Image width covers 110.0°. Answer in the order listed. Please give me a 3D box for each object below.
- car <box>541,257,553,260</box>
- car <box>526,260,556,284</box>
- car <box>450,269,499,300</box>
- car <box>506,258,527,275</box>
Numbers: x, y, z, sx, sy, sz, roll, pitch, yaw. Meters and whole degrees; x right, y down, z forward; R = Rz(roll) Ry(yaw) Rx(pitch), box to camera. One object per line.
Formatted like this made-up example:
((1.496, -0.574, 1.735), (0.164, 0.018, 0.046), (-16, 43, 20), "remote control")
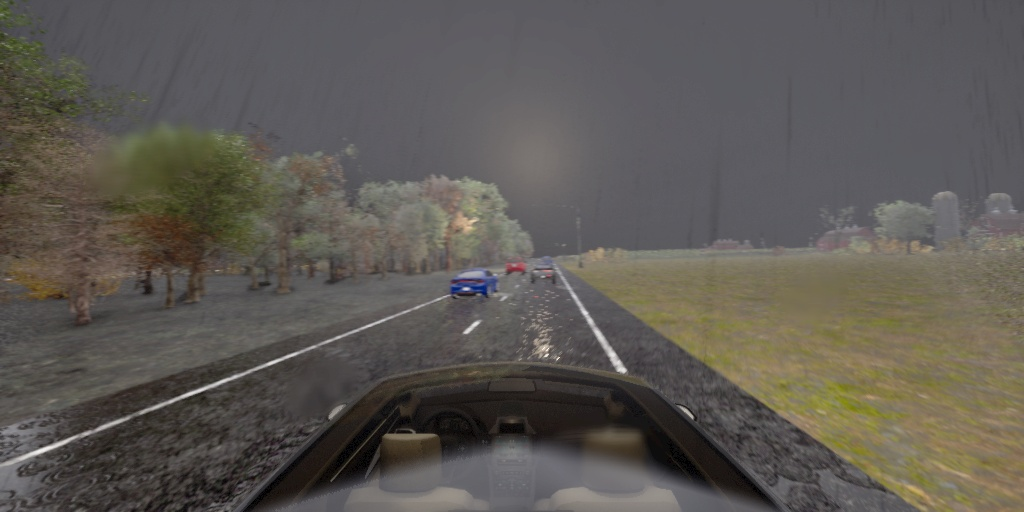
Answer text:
((5.779, 1.129, 60.244), (2.150, 2.045, 5.566), (-2, -1, 6), "car")
((2.521, 1.327, 28.687), (2.128, 1.511, 4.902), (-2, 0, 6), "car")
((-1.938, 1.427, 19.586), (1.882, 1.535, 5.008), (-2, 0, 6), "car")
((0.545, 1.234, 43.643), (2.150, 2.045, 5.566), (-2, 0, 6), "car")
